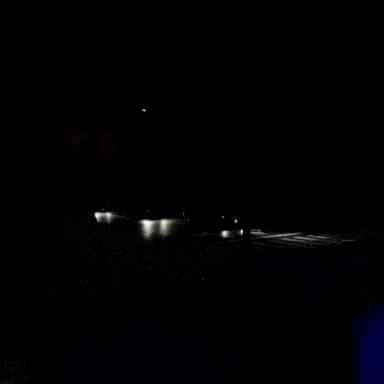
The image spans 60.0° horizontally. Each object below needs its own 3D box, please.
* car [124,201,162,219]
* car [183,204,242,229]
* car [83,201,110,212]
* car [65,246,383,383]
[{"bbox_3d":[-4.547,1.579,30.666,1.882,1.535,5.008,0,0,-35],"label":"car"},{"bbox_3d":[1.281,1.554,22.559,2.128,1.511,4.902,0,0,-36],"label":"car"},{"bbox_3d":[-11.655,1.748,40.576,1.895,1.301,4.718,0,0,-35],"label":"car"},{"bbox_3d":[1.138,1.477,3.906,5.008,1.535,1.882,0,0,-36],"label":"car"}]
